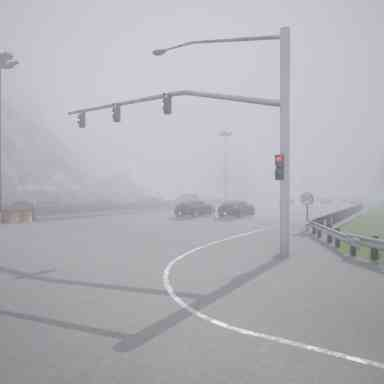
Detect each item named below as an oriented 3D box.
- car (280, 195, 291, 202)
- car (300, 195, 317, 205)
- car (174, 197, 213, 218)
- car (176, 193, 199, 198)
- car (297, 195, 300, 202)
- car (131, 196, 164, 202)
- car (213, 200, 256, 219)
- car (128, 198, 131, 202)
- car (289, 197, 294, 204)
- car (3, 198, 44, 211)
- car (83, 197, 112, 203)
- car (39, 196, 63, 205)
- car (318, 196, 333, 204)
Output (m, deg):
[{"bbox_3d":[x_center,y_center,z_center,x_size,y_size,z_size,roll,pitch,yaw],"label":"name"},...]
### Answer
[{"bbox_3d":[21.933,1.463,78.288,1.837,1.490,4.892,0,0,7],"label":"car"},{"bbox_3d":[20.507,1.580,58.521,1.895,1.301,4.718,0,0,20],"label":"car"},{"bbox_3d":[0.318,1.475,29.758,1.837,1.490,4.892,0,1,33],"label":"car"},{"bbox_3d":[-0.794,1.163,54.864,2.150,2.045,5.566,0,0,29],"label":"car"},{"bbox_3d":[25.038,1.493,75.519,2.128,1.511,4.902,0,0,7],"label":"car"},{"bbox_3d":[-5.740,1.432,46.748,2.128,1.511,4.902,0,0,32],"label":"car"},{"bbox_3d":[3.997,1.483,29.015,1.837,1.490,4.892,0,0,33],"label":"car"},{"bbox_3d":[-9.651,1.411,60.501,2.128,1.511,4.902,0,0,29],"label":"car"},{"bbox_3d":[18.010,1.534,62.195,1.994,1.385,4.181,0,0,19],"label":"car"},{"bbox_3d":[-16.198,1.500,30.282,1.994,1.385,4.181,0,0,33],"label":"car"},{"bbox_3d":[-10.770,1.539,38.793,1.895,1.301,4.718,0,0,33],"label":"car"},{"bbox_3d":[-19.654,1.268,44.392,2.097,1.767,4.553,0,0,33],"label":"car"},{"bbox_3d":[25.630,1.548,63.296,1.994,1.385,4.181,0,0,16],"label":"car"}]
